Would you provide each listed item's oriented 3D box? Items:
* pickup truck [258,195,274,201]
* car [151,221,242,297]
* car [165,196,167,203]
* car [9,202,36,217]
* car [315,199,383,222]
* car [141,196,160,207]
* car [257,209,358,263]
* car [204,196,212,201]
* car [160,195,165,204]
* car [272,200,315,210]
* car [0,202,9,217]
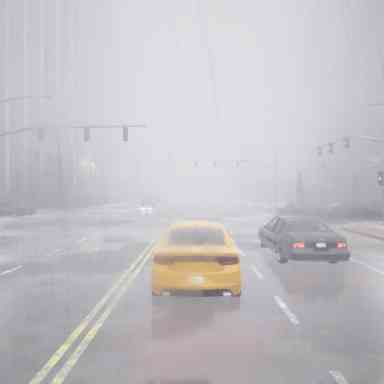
[{"bbox_3d":[17.241,1.059,76.577,2.390,2.098,6.274,0,0,31],"label":"pickup truck"},{"bbox_3d":[0.121,1.478,8.636,1.882,1.535,5.008,0,0,1],"label":"car"},{"bbox_3d":[-6.422,1.500,71.517,1.837,1.490,4.892,0,0,0],"label":"car"},{"bbox_3d":[-16.570,1.564,30.362,4.181,1.385,1.994,0,0,-4],"label":"car"},{"bbox_3d":[12.525,1.525,26.050,4.674,1.442,1.812,0,0,1],"label":"car"},{"bbox_3d":[-6.671,1.491,51.771,2.128,1.511,4.902,0,0,1],"label":"car"},{"bbox_3d":[3.667,1.547,11.876,2.033,1.411,5.357,0,0,1],"label":"car"},{"bbox_3d":[4.217,1.595,88.497,1.895,1.301,4.718,0,0,0],"label":"car"},{"bbox_3d":[-6.572,1.477,61.248,1.882,1.535,5.008,0,0,1],"label":"car"},{"bbox_3d":[9.745,1.601,29.603,4.718,1.301,1.895,0,0,1],"label":"car"},{"bbox_3d":[-18.084,1.547,26.610,5.357,1.411,2.033,0,0,1],"label":"car"}]
